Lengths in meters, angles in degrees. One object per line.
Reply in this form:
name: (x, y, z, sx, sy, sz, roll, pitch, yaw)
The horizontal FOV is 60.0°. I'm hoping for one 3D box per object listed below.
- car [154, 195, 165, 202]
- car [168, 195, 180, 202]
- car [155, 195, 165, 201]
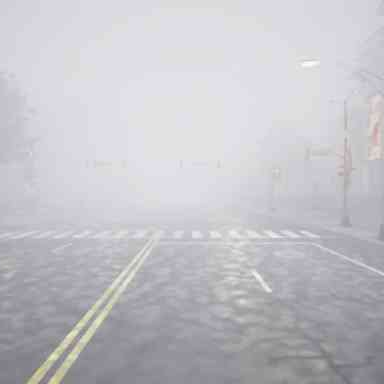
car: (-7.048, 1.447, 71.824, 1.882, 1.535, 5.008, 0, 0, 0)
car: (-3.558, 1.447, 73.240, 1.882, 1.535, 5.008, 0, 0, 0)
car: (-8.459, 1.487, 87.844, 1.812, 1.442, 4.674, 0, 0, -14)
